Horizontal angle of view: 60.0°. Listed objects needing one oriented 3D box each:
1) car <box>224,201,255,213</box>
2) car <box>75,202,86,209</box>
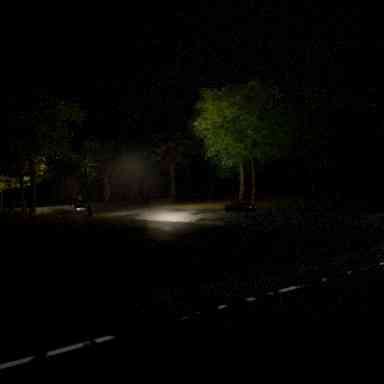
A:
[{"bbox_3d":[5.961,1.891,42.183,1.994,1.385,4.181,-4,1,-36],"label":"car"},{"bbox_3d":[-27.577,3.283,81.815,2.033,1.411,5.357,-4,1,-29],"label":"car"}]
